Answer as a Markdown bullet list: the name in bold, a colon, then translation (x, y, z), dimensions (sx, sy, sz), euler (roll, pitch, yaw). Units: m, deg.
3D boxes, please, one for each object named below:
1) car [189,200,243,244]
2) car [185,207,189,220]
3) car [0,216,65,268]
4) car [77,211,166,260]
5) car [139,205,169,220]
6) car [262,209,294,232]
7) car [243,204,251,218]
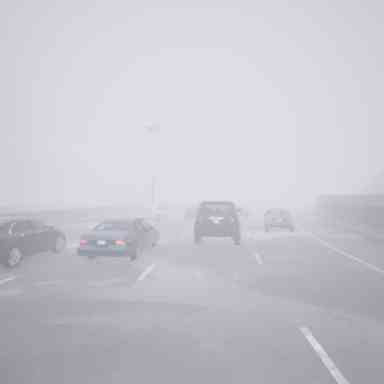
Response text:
- **car**: translation (1.402, 1.433, 17.284), dimensions (2.150, 2.045, 5.566), euler (0, -1, 7)
- **car**: translation (0.686, 1.861, 31.948), dimensions (1.882, 1.535, 5.008), euler (0, -1, 14)
- **car**: translation (-6.243, 1.627, 11.741), dimensions (1.837, 1.490, 4.892), euler (0, -1, 5)
- **car**: translation (-2.630, 1.697, 13.149), dimensions (2.033, 1.411, 5.357), euler (0, -1, 6)
- **car**: translation (-3.434, 1.870, 29.685), dimensions (1.812, 1.442, 4.674), euler (0, -1, 12)
- **car**: translation (5.807, 1.836, 22.690), dimensions (2.033, 1.411, 5.357), euler (0, -1, 10)
- **car**: translation (5.152, 1.961, 35.184), dimensions (1.812, 1.442, 4.674), euler (0, -1, 15)
